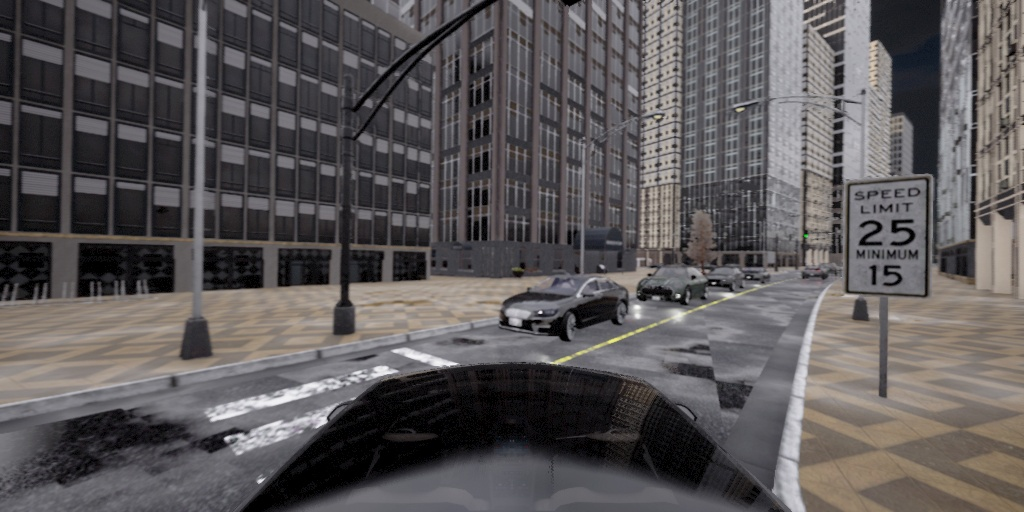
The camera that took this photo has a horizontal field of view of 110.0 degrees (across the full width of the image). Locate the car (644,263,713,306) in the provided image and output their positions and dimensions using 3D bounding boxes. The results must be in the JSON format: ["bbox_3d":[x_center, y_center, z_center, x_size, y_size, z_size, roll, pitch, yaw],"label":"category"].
[{"bbox_3d":[7.639,1.232,16.934,2.097,1.767,4.553,1,0,42],"label":"car"}]

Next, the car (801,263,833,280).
[{"bbox_3d":[31.987,1.710,37.841,4.902,1.511,2.128,1,0,-44],"label":"car"}]

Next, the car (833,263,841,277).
[{"bbox_3d":[41.200,1.688,46.660,4.553,1.767,2.097,1,0,-43],"label":"car"}]

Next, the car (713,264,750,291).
[{"bbox_3d":[14.312,1.481,24.248,1.837,1.490,4.892,1,0,43],"label":"car"}]

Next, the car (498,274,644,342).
[{"bbox_3d":[1.670,1.281,10.136,2.128,1.511,4.902,1,0,40],"label":"car"}]

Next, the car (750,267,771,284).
[{"bbox_3d":[21.288,1.638,31.557,1.994,1.385,4.181,1,0,44],"label":"car"}]
